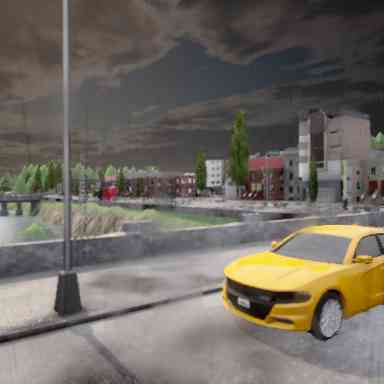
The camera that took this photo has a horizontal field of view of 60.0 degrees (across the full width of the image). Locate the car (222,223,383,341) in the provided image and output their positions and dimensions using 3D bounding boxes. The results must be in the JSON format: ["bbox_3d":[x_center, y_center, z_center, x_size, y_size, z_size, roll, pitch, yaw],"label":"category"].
[{"bbox_3d":[2.835,1.430,6.616,5.008,1.535,1.882,0,0,-35],"label":"car"}]
